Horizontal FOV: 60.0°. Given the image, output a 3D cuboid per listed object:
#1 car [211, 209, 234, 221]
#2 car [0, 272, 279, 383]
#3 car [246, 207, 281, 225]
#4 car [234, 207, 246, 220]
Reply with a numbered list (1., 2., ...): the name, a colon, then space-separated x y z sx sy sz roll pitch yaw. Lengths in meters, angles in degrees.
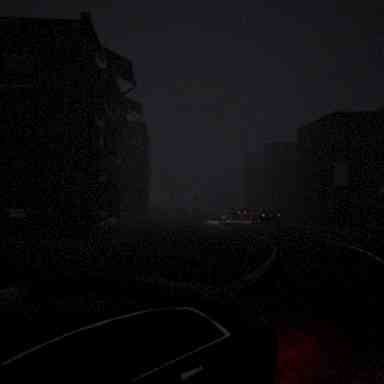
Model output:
1. car: 3.682 2.924 42.889 1.812 1.442 4.674 0 -2 -5
2. car: -1.264 1.529 2.451 4.892 1.490 1.837 1 0 -43
3. car: 7.589 2.433 34.728 2.097 1.767 4.553 0 -3 -5
4. car: 6.689 2.795 45.091 2.097 1.767 4.553 0 -1 -5
